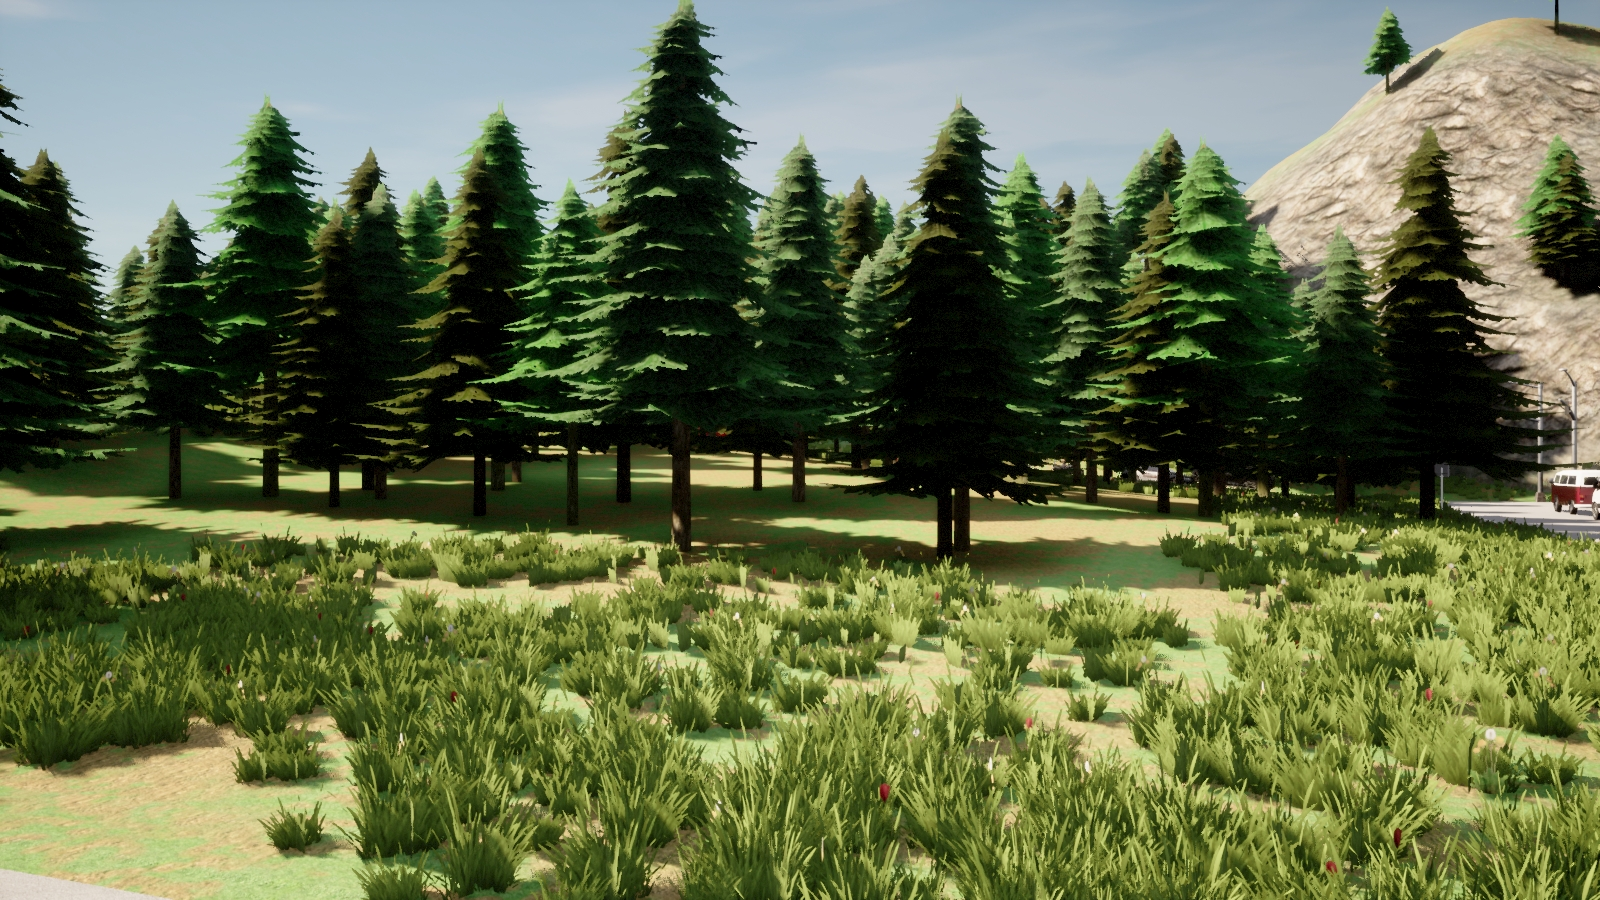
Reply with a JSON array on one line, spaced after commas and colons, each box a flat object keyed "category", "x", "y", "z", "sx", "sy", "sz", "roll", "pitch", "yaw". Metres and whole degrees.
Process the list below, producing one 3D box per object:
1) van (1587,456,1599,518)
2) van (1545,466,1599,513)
[{"category": "van", "x": 33.726, "y": 1.534, "z": 45.978, "sx": 1.988, "sy": 2.561, "sz": 5.915, "roll": 0, "pitch": 0, "yaw": 20}, {"category": "van", "x": 36.159, "y": 1.782, "z": 52.642, "sx": 2.069, "sy": 2.038, "sz": 4.480, "roll": 0, "pitch": 0, "yaw": 20}]
